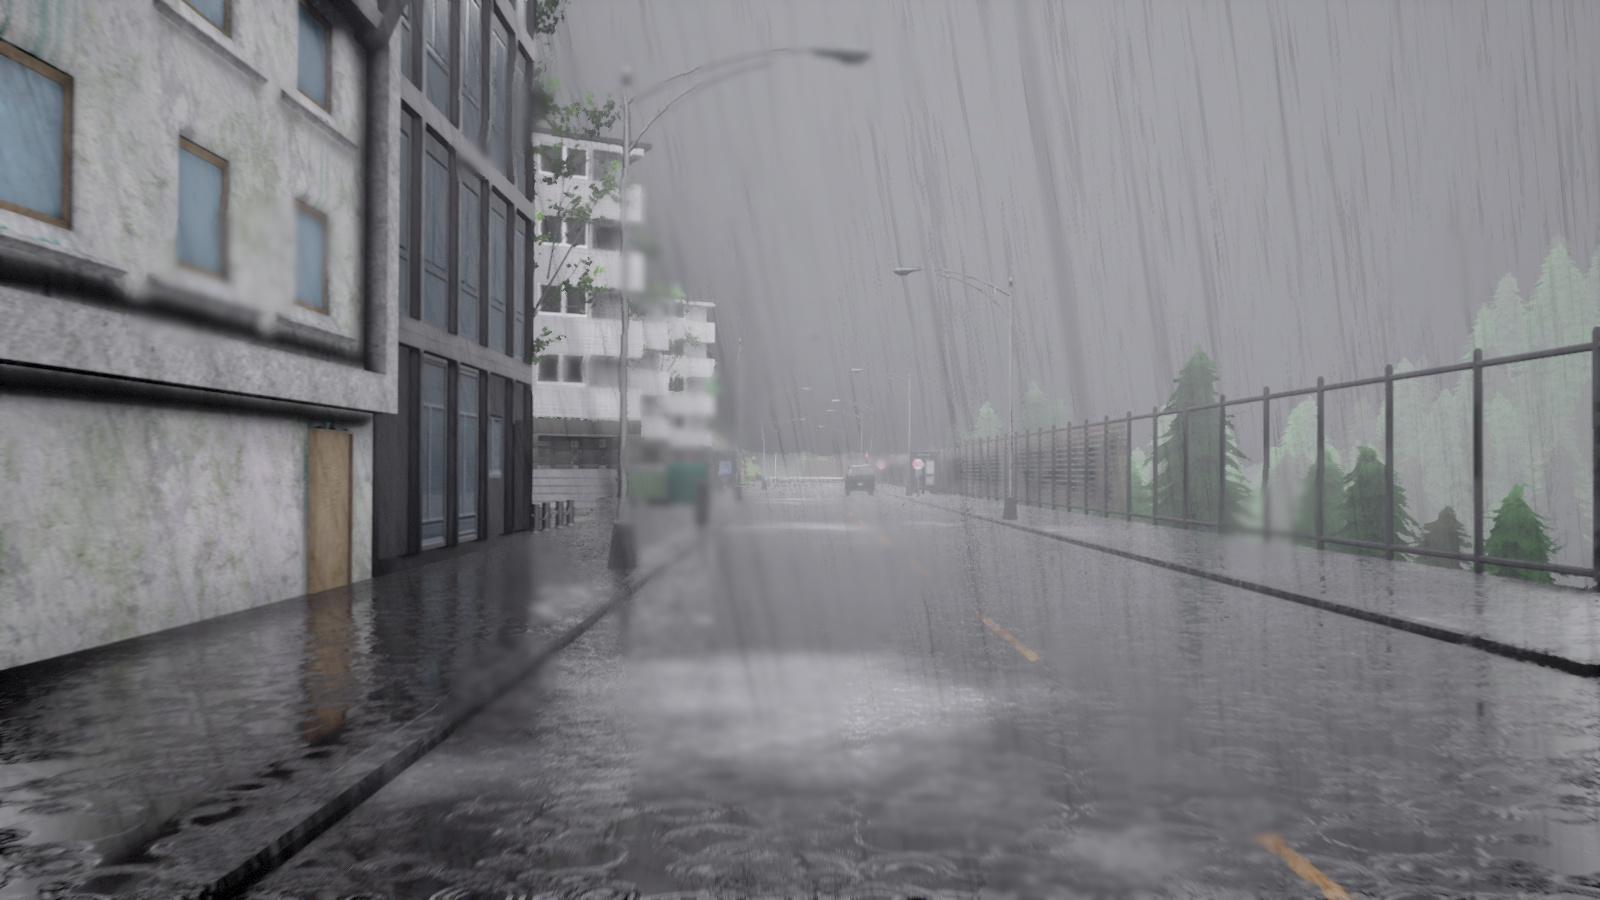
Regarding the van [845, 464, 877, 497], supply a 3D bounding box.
[{"bbox_3d":[3.796,1.873,78.731,1.775,1.987,4.442,0,-1,0],"label":"van"}]
